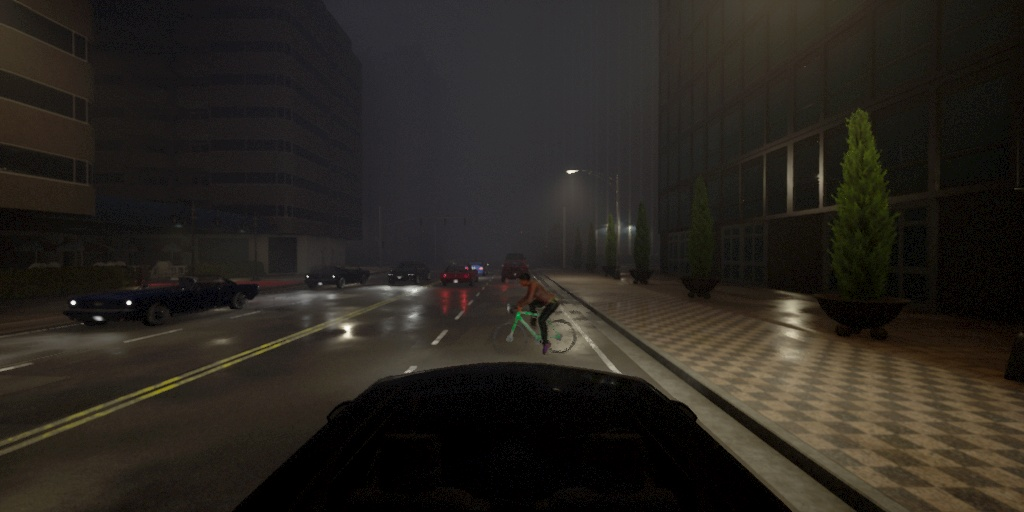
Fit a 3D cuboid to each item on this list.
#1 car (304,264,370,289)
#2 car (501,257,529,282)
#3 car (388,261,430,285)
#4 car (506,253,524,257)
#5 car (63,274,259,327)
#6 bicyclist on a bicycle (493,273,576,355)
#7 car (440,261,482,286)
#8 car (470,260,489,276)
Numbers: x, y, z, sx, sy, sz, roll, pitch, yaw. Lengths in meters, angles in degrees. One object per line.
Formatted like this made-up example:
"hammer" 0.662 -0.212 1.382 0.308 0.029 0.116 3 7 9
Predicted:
"car" -10.481 1.193 21.828 1.895 1.301 4.718 0 0 1
"car" 0.237 1.045 26.144 1.882 1.535 5.008 0 0 0
"car" -6.881 1.084 24.403 1.837 1.490 4.892 0 0 1
"car" 0.298 0.714 36.138 2.150 2.045 5.566 0 0 0
"car" -10.553 1.272 11.360 1.895 1.301 4.718 0 0 0
"bicyclist on a bicycle" 0.430 1.153 7.083 1.656 1.620 0.582 -2 0 0
"car" -3.282 1.187 23.254 1.895 1.301 4.718 0 0 1
"car" -3.222 1.062 32.846 2.033 1.411 5.357 0 0 0
